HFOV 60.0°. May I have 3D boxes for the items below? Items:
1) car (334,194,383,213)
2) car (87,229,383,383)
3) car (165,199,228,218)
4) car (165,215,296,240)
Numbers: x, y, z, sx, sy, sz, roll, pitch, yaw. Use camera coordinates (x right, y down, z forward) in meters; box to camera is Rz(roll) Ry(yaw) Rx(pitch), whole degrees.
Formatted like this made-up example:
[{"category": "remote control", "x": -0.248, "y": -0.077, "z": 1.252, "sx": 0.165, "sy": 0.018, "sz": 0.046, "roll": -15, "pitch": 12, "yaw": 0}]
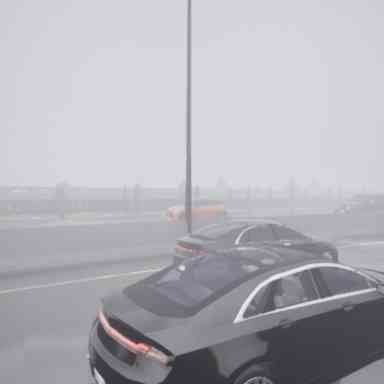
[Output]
[{"category": "car", "x": 14.536, "y": 1.211, "z": 27.945, "sx": 5.566, "sy": 2.045, "sz": 2.150, "roll": 1, "pitch": 0, "yaw": -28}, {"category": "car", "x": 1.193, "y": 1.483, "z": 4.345, "sx": 4.902, "sy": 1.511, "sz": 2.128, "roll": 0, "pitch": 0, "yaw": -33}, {"category": "car", "x": 0.317, "y": 1.284, "z": 24.359, "sx": 4.553, "sy": 1.767, "sz": 2.097, "roll": 0, "pitch": 0, "yaw": -28}, {"category": "car", "x": 1.835, "y": 1.486, "z": 8.843, "sx": 4.892, "sy": 1.490, "sz": 1.837, "roll": 0, "pitch": 0, "yaw": -31}]
